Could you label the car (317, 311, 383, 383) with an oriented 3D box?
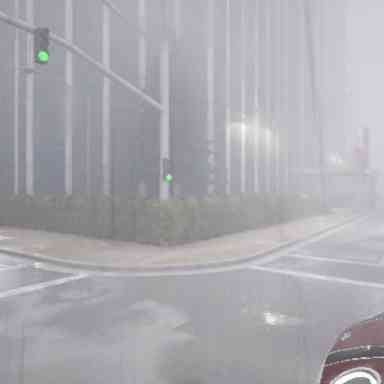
[{"bbox_3d":[3.056,1.354,1.812,4.553,1.767,2.097,0,0,36],"label":"car"}]
